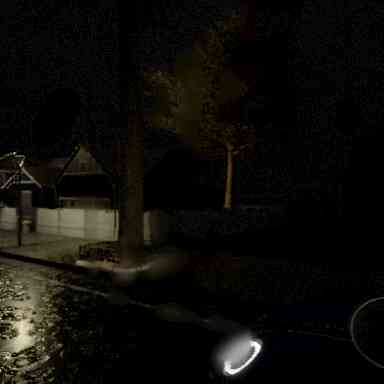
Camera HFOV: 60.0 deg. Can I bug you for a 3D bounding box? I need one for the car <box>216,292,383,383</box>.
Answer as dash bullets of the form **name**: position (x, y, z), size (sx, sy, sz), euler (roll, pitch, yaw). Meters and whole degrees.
- **car**: position (2.391, 1.348, 2.286), size (4.553, 1.767, 2.097), euler (0, 0, 36)
